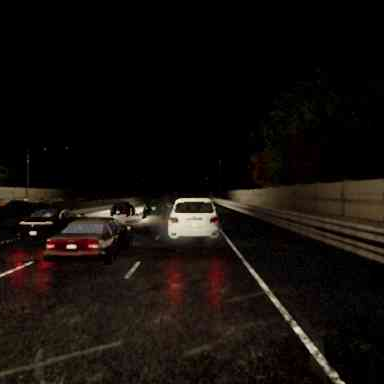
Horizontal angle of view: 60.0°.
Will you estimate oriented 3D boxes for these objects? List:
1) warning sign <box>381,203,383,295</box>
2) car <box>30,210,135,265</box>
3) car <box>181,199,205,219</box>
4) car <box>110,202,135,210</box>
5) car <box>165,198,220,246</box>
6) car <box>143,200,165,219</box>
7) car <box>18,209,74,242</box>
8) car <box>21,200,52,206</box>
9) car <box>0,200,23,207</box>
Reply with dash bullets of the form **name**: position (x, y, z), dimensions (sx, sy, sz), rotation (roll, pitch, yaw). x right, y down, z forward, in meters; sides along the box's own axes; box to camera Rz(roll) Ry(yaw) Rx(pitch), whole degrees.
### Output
- **warning sign**: position (4.542, 1.152, 6.286), dimensions (1.300, 1.860, 1.060), rotation (0, -1, 0)
- **car**: position (-3.419, 1.616, 11.963), dimensions (2.033, 1.411, 5.357), rotation (0, 0, 0)
- **car**: position (0.088, 1.542, 31.976), dimensions (2.097, 1.767, 4.553), rotation (0, 0, 0)
- **car**: position (-6.909, 1.724, 33.309), dimensions (1.812, 1.442, 4.674), rotation (0, 0, 0)
- **car**: position (0.092, 1.314, 15.921), dimensions (2.150, 2.045, 5.566), rotation (0, 0, 0)
- **car**: position (-3.412, 1.542, 31.954), dimensions (2.097, 1.767, 4.553), rotation (0, 0, 0)
- **car**: position (-6.909, 1.589, 16.904), dimensions (2.128, 1.511, 4.902), rotation (0, 0, 0)
- **car**: position (-17.599, 1.836, 38.936), dimensions (1.895, 1.301, 4.718), rotation (0, 0, 0)
- **car**: position (-21.094, 1.747, 40.084), dimensions (1.837, 1.490, 4.892), rotation (0, 0, 0)
